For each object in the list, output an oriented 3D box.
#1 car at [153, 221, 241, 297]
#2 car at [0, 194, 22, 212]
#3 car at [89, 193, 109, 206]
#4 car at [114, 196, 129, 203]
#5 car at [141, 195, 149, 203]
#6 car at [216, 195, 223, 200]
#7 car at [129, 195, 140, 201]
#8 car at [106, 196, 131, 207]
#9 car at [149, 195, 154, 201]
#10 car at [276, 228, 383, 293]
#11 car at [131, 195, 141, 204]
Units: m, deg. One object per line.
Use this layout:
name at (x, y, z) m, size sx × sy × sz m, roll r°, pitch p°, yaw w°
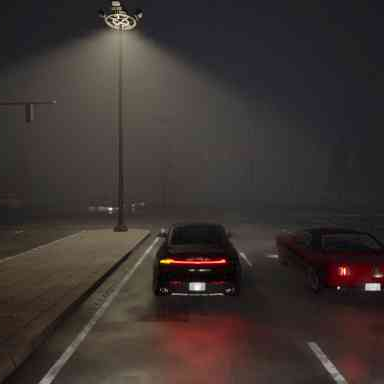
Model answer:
car at (0.126, 1.505, 8.589) m, size 1.837 × 1.490 × 4.892 m, roll 0°, pitch 0°, yaw 1°
car at (-22.092, 1.223, 37.326) m, size 5.566 × 2.045 × 2.150 m, roll 0°, pitch 1°, yaw -3°
car at (-14.758, 1.222, 53.307) m, size 2.150 × 2.045 × 5.566 m, roll 0°, pitch 0°, yaw 0°
car at (-14.567, 1.540, 69.234) m, size 2.033 × 1.411 × 5.357 m, roll 0°, pitch 0°, yaw 0°
car at (-11.052, 1.595, 71.558) m, size 1.895 × 1.301 × 4.718 m, roll 0°, pitch 0°, yaw 0°
car at (7.846, 1.552, 94.735) m, size 1.994 × 1.385 × 4.181 m, roll 0°, pitch 0°, yaw 2°
car at (-14.445, 1.548, 83.840) m, size 1.994 × 1.385 × 4.181 m, roll 0°, pitch 0°, yaw 1°
car at (-11.274, 1.601, 51.393) m, size 1.895 × 1.301 × 4.718 m, roll 0°, pitch 0°, yaw 0°
car at (-10.925, 1.537, 85.061) m, size 1.994 × 1.385 × 4.181 m, roll 0°, pitch 0°, yaw 1°
car at (3.629, 1.601, 8.834) m, size 1.895 × 1.301 × 4.718 m, roll 0°, pitch 0°, yaw 1°
car at (-11.184, 1.506, 61.200) m, size 1.837 × 1.490 × 4.892 m, roll 0°, pitch 0°, yaw 1°
